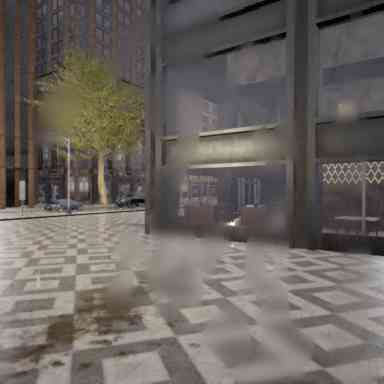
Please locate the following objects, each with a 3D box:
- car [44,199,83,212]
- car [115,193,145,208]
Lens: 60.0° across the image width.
[{"bbox_3d":[-14.517,1.476,37.808,1.994,1.385,4.181,0,0,35],"label":"car"},{"bbox_3d":[-8.132,1.109,46.717,2.150,2.045,5.566,0,0,36],"label":"car"}]
